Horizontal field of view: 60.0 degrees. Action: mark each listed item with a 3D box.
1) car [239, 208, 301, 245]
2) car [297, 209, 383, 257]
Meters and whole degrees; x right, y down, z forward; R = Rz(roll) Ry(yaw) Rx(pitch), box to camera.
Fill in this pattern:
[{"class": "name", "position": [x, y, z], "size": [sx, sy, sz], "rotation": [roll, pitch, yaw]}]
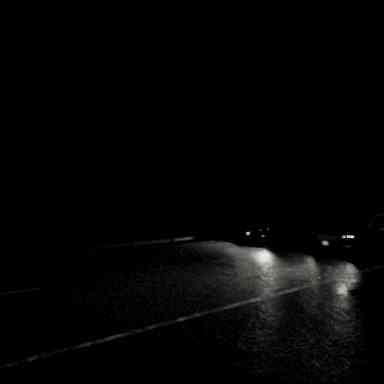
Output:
[{"class": "car", "position": [4.383, 1.531, 15.714], "size": [4.892, 1.490, 1.837], "rotation": [0, 0, -35]}, {"class": "car", "position": [6.646, 1.518, 13.029], "size": [4.902, 1.511, 2.128], "rotation": [0, 0, -35]}]
